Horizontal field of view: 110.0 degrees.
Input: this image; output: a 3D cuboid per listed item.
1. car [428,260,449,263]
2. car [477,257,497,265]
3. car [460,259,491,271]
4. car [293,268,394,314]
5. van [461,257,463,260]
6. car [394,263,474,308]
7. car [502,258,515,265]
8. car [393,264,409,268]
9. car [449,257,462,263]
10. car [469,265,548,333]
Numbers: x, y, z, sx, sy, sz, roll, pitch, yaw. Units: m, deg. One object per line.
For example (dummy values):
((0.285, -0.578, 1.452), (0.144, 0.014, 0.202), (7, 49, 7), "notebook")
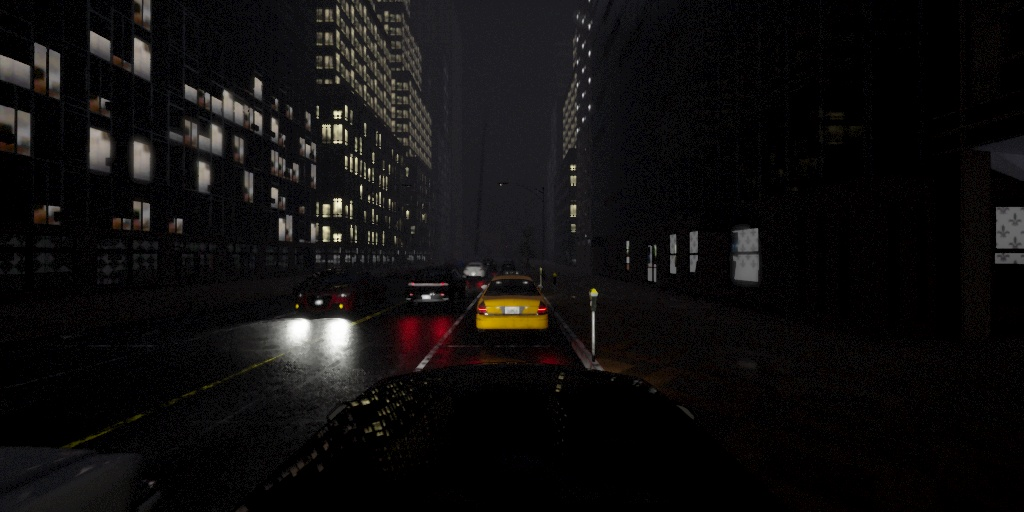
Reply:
((-8.836, 1.286, 40.419), (2.007, 1.370, 4.403), (0, 0, 0), "car")
((-3.046, 1.083, 47.528), (2.097, 1.767, 4.553), (0, 0, 0), "car")
((-3.145, 1.267, 31.452), (1.812, 1.442, 4.674), (0, 0, 0), "car")
((-6.247, 1.313, 13.591), (1.994, 1.385, 4.181), (0, 0, 0), "car")
((-8.836, 1.064, 57.496), (1.690, 1.789, 3.998), (0, 0, 0), "van")
((-3.045, 1.240, 15.179), (2.128, 1.511, 4.902), (0, 0, 0), "car")
((-0.455, 1.298, 46.099), (1.948, 1.339, 4.313), (0, 0, 0), "car")
((-8.835, 1.325, 29.033), (1.802, 1.307, 4.207), (0, 0, 0), "car")
((-8.836, 1.273, 51.803), (1.888, 1.381, 4.507), (0, 0, 0), "car")
((0.004, 1.206, 10.689), (1.801, 1.575, 5.366), (0, 0, 0), "car")
